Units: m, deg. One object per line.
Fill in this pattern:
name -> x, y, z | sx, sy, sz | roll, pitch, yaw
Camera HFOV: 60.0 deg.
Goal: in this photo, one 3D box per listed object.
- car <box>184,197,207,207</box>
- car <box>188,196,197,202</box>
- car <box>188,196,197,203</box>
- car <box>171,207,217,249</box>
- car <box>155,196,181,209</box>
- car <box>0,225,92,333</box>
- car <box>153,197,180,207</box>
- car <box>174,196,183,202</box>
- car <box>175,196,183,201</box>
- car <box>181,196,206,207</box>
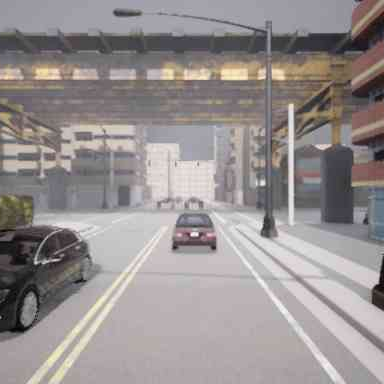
car -> 0.469, 1.428, 47.903 | 1.853, 1.218, 4.536 | 0, 0, -20
car -> 0.102, 1.501, 74.503 | 1.853, 1.218, 4.536 | 0, 0, 0
car -> 0.102, 1.659, 74.451 | 2.038, 1.542, 4.974 | 0, 0, 0
car -> 0.092, 1.588, 14.612 | 2.033, 1.411, 5.357 | 0, 0, 0
car -> -3.673, 1.586, 48.159 | 2.038, 1.542, 4.974 | 0, 0, 25
car -> -3.548, 1.525, 6.913 | 1.837, 1.490, 4.892 | 0, 0, 0
car -> -3.652, 1.429, 48.207 | 1.853, 1.218, 4.536 | 0, 0, 25
car -> -3.334, 1.682, 82.970 | 2.038, 1.542, 4.974 | 0, 0, 0
car -> -3.335, 1.525, 83.023 | 1.853, 1.218, 4.536 | 0, 0, 0
car -> 0.487, 1.585, 47.854 | 2.038, 1.542, 4.974 | 0, 0, -20
